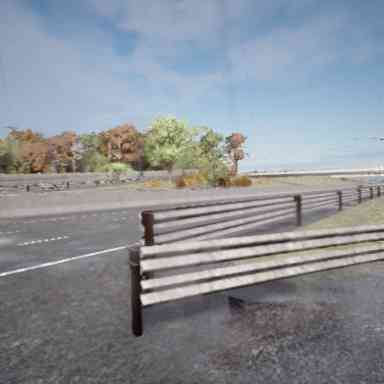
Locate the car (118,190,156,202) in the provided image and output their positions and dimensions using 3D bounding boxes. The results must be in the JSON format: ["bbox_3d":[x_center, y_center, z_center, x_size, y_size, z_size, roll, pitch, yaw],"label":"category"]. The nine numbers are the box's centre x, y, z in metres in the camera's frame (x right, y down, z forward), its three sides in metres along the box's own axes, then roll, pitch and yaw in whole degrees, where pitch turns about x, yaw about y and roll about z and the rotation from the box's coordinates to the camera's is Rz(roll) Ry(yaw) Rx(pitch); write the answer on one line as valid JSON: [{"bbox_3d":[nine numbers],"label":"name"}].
[{"bbox_3d":[-7.207,0.472,43.822,2.128,1.511,4.902,0,1,34],"label":"car"}]

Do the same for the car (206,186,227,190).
[{"bbox_3d":[4.759,0.115,55.297,1.837,1.490,4.892,0,1,34],"label":"car"}]

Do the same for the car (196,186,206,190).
[{"bbox_3d":[1.842,-0.220,57.233,1.837,1.490,4.892,0,1,34],"label":"car"}]

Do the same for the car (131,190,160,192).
[{"bbox_3d":[-5.080,0.506,40.709,1.837,1.490,4.892,0,1,34],"label":"car"}]

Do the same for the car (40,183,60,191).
[{"bbox_3d":[-27.664,-1.023,64.953,2.128,1.511,4.902,-1,3,14],"label":"car"}]
